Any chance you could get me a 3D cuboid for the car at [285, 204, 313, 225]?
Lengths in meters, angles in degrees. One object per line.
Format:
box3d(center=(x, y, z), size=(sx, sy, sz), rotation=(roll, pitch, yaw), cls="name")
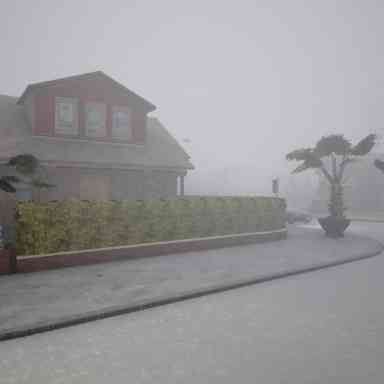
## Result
box3d(center=(6.476, 1.528, 24.255), size=(1.812, 1.442, 4.674), rotation=(0, 0, -35), cls="car")
